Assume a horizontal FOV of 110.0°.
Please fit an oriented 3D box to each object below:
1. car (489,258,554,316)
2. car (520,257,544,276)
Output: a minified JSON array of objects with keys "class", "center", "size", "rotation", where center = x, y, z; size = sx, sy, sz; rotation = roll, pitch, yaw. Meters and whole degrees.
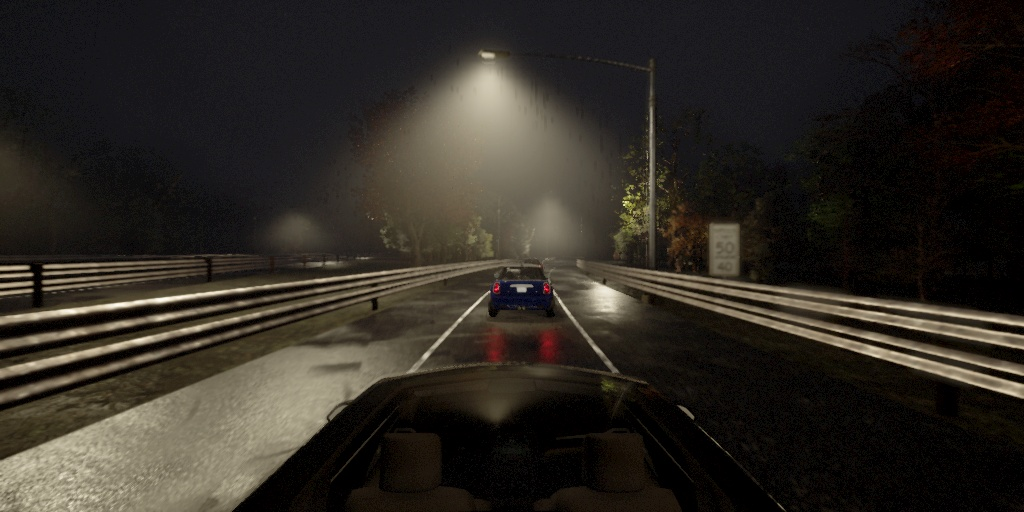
[{"class":"car","center":[0.382,1.073,13.317],"size":[2.097,1.767,4.553],"rotation":[0,0,2]},{"class":"car","center":[2.092,1.013,35.996],"size":[2.097,1.767,4.553],"rotation":[0,0,6]}]
